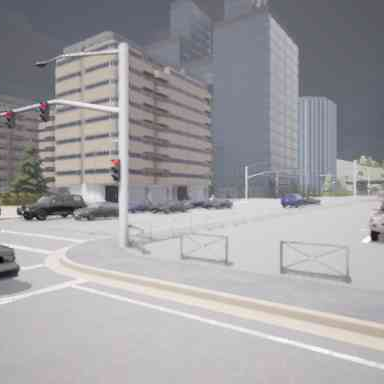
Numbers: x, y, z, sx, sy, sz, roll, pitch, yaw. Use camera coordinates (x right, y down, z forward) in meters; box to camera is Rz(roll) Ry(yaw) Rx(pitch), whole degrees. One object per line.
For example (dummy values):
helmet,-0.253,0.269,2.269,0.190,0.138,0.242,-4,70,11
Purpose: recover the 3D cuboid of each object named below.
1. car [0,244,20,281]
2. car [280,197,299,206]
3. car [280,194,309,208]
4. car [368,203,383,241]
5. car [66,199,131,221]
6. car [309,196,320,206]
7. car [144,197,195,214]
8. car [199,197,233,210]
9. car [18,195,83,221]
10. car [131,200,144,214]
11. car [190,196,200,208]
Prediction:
car,-6.536,1.559,8.455,5.357,1.411,2.033,0,0,34
car,16.622,1.571,56.715,1.994,1.385,4.181,0,0,34
car,14.438,1.228,47.300,2.150,2.045,5.566,0,0,35
car,9.229,1.149,14.857,1.932,1.855,4.605,0,0,34
car,-7.643,1.549,27.617,1.812,1.442,4.674,0,0,34
car,19.990,1.508,55.444,1.837,1.490,4.892,0,0,34
car,-2.258,1.568,35.553,2.033,1.411,5.357,0,0,35
car,3.593,1.565,44.129,2.033,1.411,5.357,0,0,34
car,-11.587,1.250,28.082,2.150,2.045,5.566,0,0,34
car,-5.819,1.573,36.552,2.033,1.411,5.357,0,0,34
car,-0.086,1.375,44.909,2.097,1.767,4.553,0,0,36
